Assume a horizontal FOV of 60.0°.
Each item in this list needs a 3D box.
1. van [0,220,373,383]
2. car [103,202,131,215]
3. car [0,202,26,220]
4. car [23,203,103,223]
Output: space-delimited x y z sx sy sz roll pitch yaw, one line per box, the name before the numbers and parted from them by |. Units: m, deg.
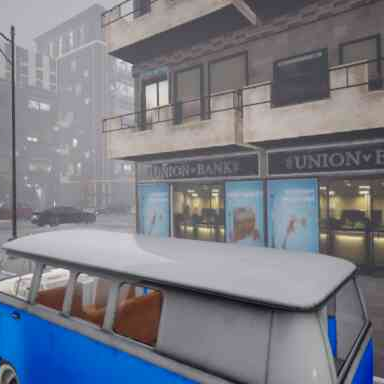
van | -0.450 1.342 3.182 3.998 1.788 1.690 0 -1 36
car | -8.612 1.798 36.407 1.947 1.339 4.313 -2 -1 36
car | -15.293 1.608 27.325 1.967 1.590 4.097 -2 -1 36
car | -8.542 1.583 22.356 1.947 1.339 4.313 -2 -1 36
